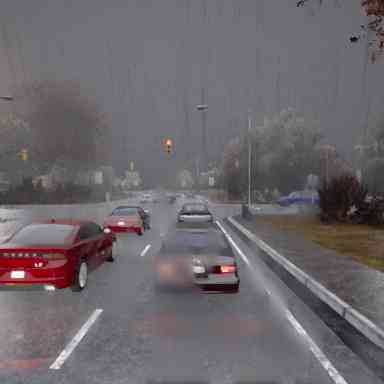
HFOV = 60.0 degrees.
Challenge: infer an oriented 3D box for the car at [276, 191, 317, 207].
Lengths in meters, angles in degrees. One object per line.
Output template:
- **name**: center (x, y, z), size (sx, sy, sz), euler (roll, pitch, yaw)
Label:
- **car**: center (13.773, 0.896, 43.157), size (5.566, 2.045, 2.150), euler (0, 1, -4)

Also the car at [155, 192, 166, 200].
- **car**: center (-7.107, 0.873, 75.760), size (2.128, 1.511, 4.902), euler (0, 1, -1)

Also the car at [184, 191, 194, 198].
- **car**: center (-0.473, 0.716, 86.142), size (2.128, 1.511, 4.902), euler (0, 1, -4)

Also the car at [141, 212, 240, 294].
- **car**: center (0.102, 1.516, 8.883), size (2.033, 1.411, 5.357), euler (0, 0, 0)

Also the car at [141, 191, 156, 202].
- **car**: center (-7.081, 0.791, 55.199), size (2.150, 2.045, 5.566), euler (0, 0, 0)

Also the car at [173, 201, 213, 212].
- **car**: center (0.133, 1.380, 18.575), size (2.128, 1.511, 4.902), euler (0, 0, -1)

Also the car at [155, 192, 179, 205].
- **car**: center (-3.617, 1.115, 49.026), size (2.128, 1.511, 4.902), euler (0, 1, 5)

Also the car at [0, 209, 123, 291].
- **car**: center (-3.396, 1.445, 8.956), size (1.882, 1.535, 5.008), euler (0, 0, 0)

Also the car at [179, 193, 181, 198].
- **car**: center (-3.973, 0.726, 86.048), size (2.128, 1.511, 4.902), euler (0, 1, -4)

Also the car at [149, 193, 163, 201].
- **car**: center (-7.039, 0.963, 65.372), size (2.128, 1.511, 4.902), euler (0, 1, 0)

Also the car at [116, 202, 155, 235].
- **car**: center (-3.395, 1.458, 17.943), size (1.994, 1.385, 4.181), euler (0, 0, 0)

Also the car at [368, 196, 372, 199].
- **car**: center (24.074, 1.217, 43.738), size (5.357, 1.411, 2.033), euler (0, 1, -3)
